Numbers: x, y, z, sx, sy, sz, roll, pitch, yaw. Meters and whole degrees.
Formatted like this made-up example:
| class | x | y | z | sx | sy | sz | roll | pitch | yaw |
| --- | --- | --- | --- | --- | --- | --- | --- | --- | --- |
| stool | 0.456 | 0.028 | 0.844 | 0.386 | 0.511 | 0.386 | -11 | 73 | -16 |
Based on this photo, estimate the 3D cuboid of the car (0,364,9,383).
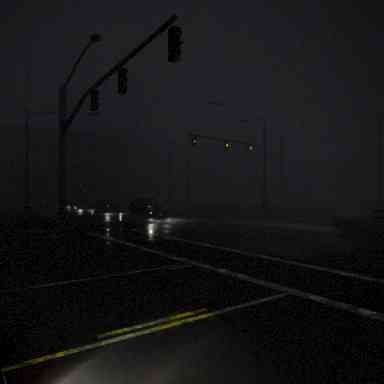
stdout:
| class | x | y | z | sx | sy | sz | roll | pitch | yaw |
| --- | --- | --- | --- | --- | --- | --- | --- | --- | --- |
| car | -3.632 | 1.547 | 1.216 | 5.357 | 1.411 | 2.033 | 0 | 0 | -35 |

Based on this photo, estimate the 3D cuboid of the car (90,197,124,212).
| class | x | y | z | sx | sy | sz | roll | pitch | yaw |
| --- | --- | --- | --- | --- | --- | --- | --- | --- | --- |
| car | -9.818 | 1.526 | 38.474 | 1.812 | 1.442 | 4.674 | 0 | 0 | -36 |

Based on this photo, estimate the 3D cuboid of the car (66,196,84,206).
| class | x | y | z | sx | sy | sz | roll | pitch | yaw |
| --- | --- | --- | --- | --- | --- | --- | --- | --- | --- |
| car | -19.597 | 1.492 | 56.043 | 2.128 | 1.511 | 4.902 | 0 | 0 | -10 |

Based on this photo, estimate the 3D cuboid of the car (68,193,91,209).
| class | x | y | z | sx | sy | sz | roll | pitch | yaw |
| --- | --- | --- | --- | --- | --- | --- | --- | --- | --- |
| car | -15.559 | 1.221 | 46.656 | 2.150 | 2.045 | 5.566 | 0 | 0 | -33 |

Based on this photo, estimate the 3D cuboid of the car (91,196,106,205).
| class | x | y | z | sx | sy | sz | roll | pitch | yaw |
| --- | --- | --- | --- | --- | --- | --- | --- | --- | --- |
| car | -16.490 | 1.526 | 58.812 | 1.812 | 1.442 | 4.674 | 0 | 0 | -8 |

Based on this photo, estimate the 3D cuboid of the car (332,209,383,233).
| class | x | y | z | sx | sy | sz | roll | pitch | yaw |
| --- | --- | --- | --- | --- | --- | --- | --- | --- | --- |
| car | 9.922 | 1.566 | 17.503 | 1.895 | 1.301 | 4.718 | 0 | 0 | -36 |

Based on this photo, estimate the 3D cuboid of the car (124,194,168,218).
| class | x | y | z | sx | sy | sz | roll | pitch | yaw |
| --- | --- | --- | --- | --- | --- | --- | --- | --- | --- |
| car | -4.036 | 1.352 | 30.468 | 2.097 | 1.767 | 4.553 | 0 | 0 | -36 |
